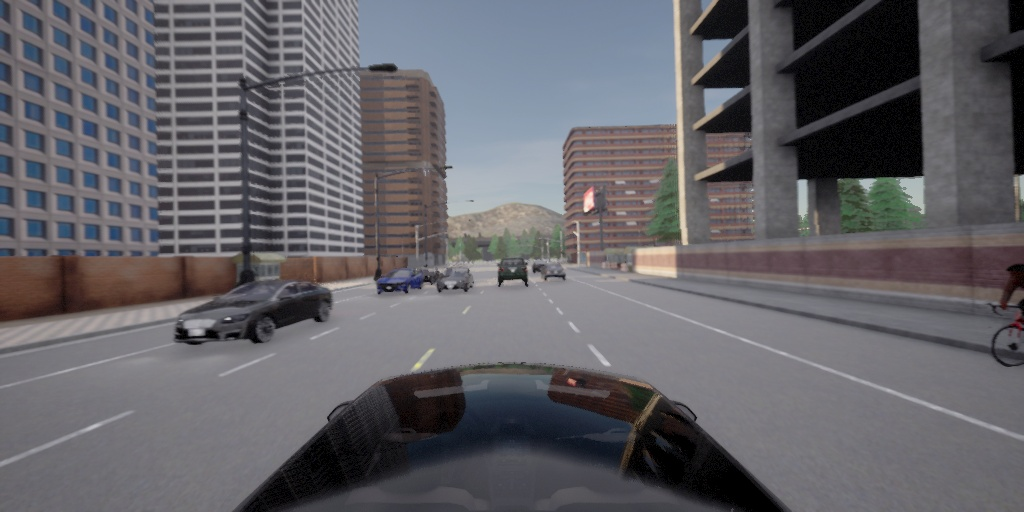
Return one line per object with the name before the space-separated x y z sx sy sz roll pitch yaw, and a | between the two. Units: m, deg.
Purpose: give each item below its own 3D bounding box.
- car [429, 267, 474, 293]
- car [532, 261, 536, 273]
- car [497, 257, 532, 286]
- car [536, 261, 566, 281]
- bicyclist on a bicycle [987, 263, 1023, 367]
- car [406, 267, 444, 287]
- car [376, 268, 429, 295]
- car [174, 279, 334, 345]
car | -3.535 1.478 22.987 2.128 1.511 4.902 -2 0 0
car | 3.515 1.340 45.678 1.882 1.535 5.008 -2 0 0
car | 0.056 1.089 26.968 2.150 2.045 5.566 -2 0 0
car | 3.523 1.342 31.220 2.033 1.411 5.357 -2 0 0
bicyclist on a bicycle | 8.413 0.905 5.755 1.656 1.620 0.582 -11 0 0
car | -7.080 1.674 29.644 1.895 1.301 4.718 -2 0 0
car | -7.034 1.564 22.988 1.882 1.535 5.008 -2 0 0
car | -7.138 1.477 10.565 2.128 1.511 4.902 -2 0 0
